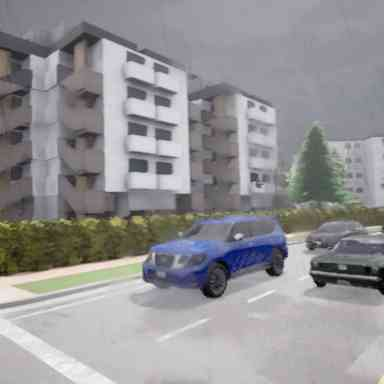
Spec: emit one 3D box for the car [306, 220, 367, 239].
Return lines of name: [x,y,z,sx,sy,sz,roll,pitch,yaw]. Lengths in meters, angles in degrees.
car: [7.854,2.282,17.777,4.892,1.490,1.837,1,-5,-44]

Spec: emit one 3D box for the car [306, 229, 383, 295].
car: [5.269,2.021,10.019,1.895,1.301,4.718,-5,-4,42]

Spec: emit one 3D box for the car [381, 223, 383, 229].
car: [15.827,2.391,24.399,4.902,1.511,2.128,0,-4,-33]

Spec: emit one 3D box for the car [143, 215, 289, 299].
car: [1.049,1.806,10.568,2.150,2.045,5.566,-5,-4,42]
